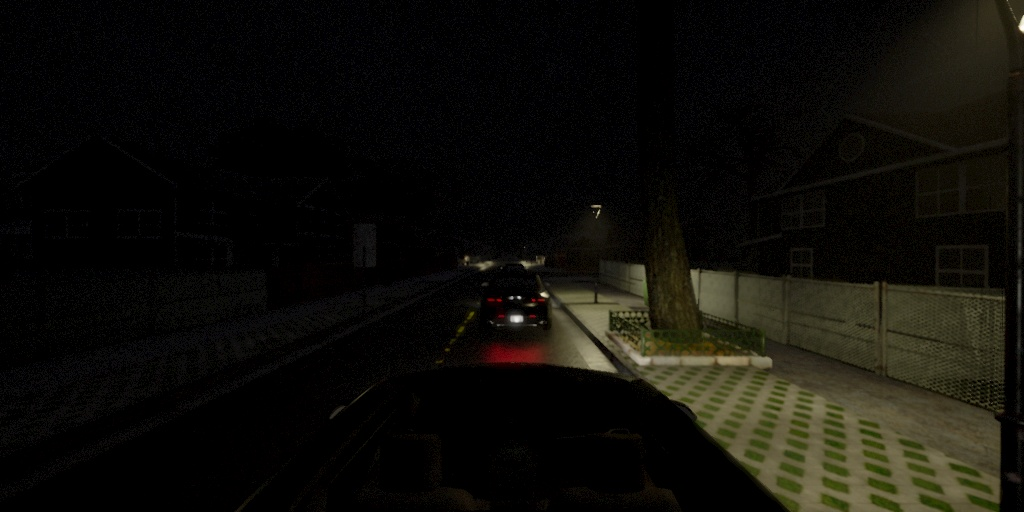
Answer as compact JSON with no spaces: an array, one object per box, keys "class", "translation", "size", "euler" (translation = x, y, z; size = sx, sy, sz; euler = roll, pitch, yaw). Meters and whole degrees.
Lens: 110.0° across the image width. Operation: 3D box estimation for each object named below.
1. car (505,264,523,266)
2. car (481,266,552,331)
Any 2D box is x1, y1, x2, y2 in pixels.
[{"class":"car","translation":[0.138,1.216,24.060],"size":[1.994,1.385,4.181],"euler":[0,0,0]},{"class":"car","translation":[0.115,1.217,10.870],"size":[1.837,1.490,4.892],"euler":[0,0,0]}]
